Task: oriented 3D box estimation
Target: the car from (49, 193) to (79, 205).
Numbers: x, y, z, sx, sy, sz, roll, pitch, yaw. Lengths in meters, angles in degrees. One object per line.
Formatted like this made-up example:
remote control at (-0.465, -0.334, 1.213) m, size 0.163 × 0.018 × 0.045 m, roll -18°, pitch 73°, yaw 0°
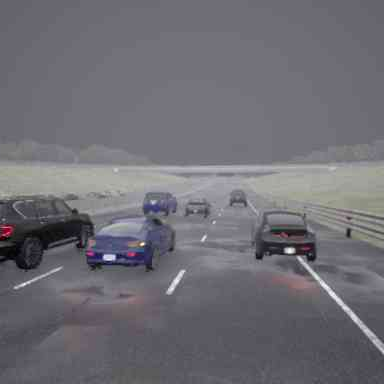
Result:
car at (-18.240, 0.941, 47.785) m, size 1.882 × 1.535 × 5.008 m, roll 0°, pitch 1°, yaw 8°

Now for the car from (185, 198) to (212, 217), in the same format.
car at (0.612, 1.278, 28.480) m, size 2.128 × 1.511 × 4.902 m, roll 0°, pitch 1°, yaw 7°

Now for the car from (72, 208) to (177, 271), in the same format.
car at (-1.735, 1.438, 10.503) m, size 1.812 × 1.442 × 4.674 m, roll 0°, pitch 0°, yaw 7°

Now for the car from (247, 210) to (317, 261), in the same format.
car at (3.115, 1.417, 11.932) m, size 1.837 × 1.490 × 4.892 m, roll 0°, pitch 0°, yaw 7°

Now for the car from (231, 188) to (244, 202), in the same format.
car at (7.550, 0.480, 55.355) m, size 2.150 × 2.045 × 5.566 m, roll 0°, pitch 2°, yaw 7°

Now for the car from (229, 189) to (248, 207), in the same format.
car at (6.057, 0.781, 43.306) m, size 2.150 × 2.045 × 5.566 m, roll 0°, pitch 1°, yaw 9°

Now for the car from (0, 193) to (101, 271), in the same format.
car at (-5.221, 1.124, 10.831) m, size 2.150 × 2.045 × 5.566 m, roll 0°, pitch 0°, yaw 7°

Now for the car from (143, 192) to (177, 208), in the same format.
car at (-2.771, 0.992, 29.596) m, size 2.150 × 2.045 × 5.566 m, roll 0°, pitch 1°, yaw 7°

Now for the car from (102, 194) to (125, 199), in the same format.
car at (-11.052, 0.968, 48.715) m, size 1.812 × 1.442 × 4.674 m, roll 0°, pitch 1°, yaw 7°
